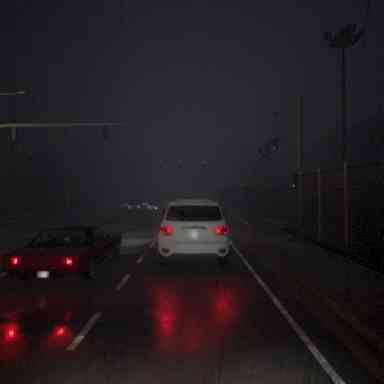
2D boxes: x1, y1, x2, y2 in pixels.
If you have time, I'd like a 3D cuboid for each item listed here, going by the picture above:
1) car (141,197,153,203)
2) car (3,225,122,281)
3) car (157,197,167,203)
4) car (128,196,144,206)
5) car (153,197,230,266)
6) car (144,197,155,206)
[{"bbox_3d":[-10.477,1.845,77.479,2.128,1.511,4.902,0,0,0],"label":"car"},{"bbox_3d":[-3.439,1.643,9.961,1.895,1.301,4.718,0,0,0],"label":"car"},{"bbox_3d":[-6.977,1.847,77.537,1.812,1.442,4.674,0,0,0],"label":"car"},{"bbox_3d":[-10.514,1.610,62.023,2.097,1.767,4.553,0,0,1],"label":"car"},{"bbox_3d":[0.072,1.271,11.945,2.150,2.045,5.566,0,0,0],"label":"car"},{"bbox_3d":[-7.017,1.751,62.052,2.128,1.511,4.902,0,0,1],"label":"car"}]
